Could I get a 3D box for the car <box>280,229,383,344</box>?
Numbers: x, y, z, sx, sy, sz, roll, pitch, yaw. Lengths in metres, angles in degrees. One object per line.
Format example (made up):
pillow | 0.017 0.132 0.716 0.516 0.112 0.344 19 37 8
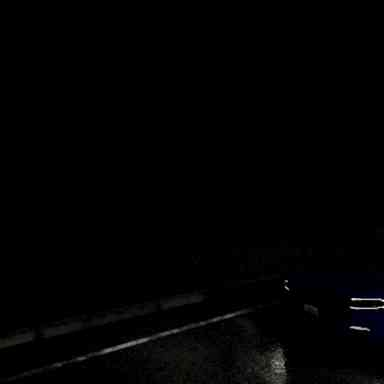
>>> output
car | 3.811 1.505 6.453 5.008 1.535 1.882 1 0 -36
